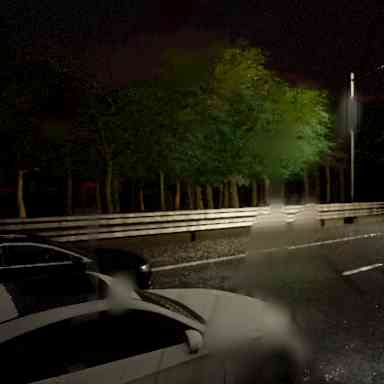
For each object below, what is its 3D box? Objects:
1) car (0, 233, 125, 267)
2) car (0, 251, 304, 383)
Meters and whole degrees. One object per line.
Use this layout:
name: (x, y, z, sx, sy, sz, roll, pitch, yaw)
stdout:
car: (-3.046, 1.488, 5.880, 4.902, 1.511, 2.128, 0, 0, -36)
car: (-0.962, 1.523, 3.069, 4.674, 1.442, 1.812, 0, 0, -36)
